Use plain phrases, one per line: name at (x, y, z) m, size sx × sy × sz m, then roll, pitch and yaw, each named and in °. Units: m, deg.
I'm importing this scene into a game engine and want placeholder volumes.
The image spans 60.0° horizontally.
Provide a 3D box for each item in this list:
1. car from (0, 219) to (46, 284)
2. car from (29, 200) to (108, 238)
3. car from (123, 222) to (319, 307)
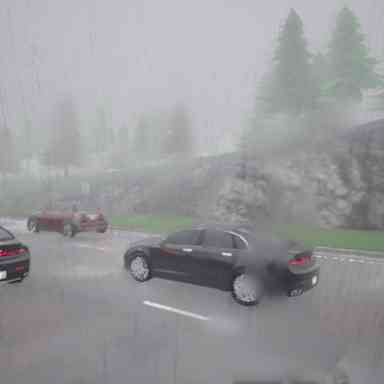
car at (-5.899, 1.448, 8.198) m, size 4.892 × 1.490 × 1.837 m, roll 0°, pitch 0°, yaw 35°
car at (-6.509, 1.260, 17.234) m, size 4.553 × 1.767 × 2.097 m, roll 0°, pitch 0°, yaw 36°
car at (0.440, 1.480, 7.977) m, size 4.892 × 1.490 × 1.837 m, roll 0°, pitch 0°, yaw 35°
